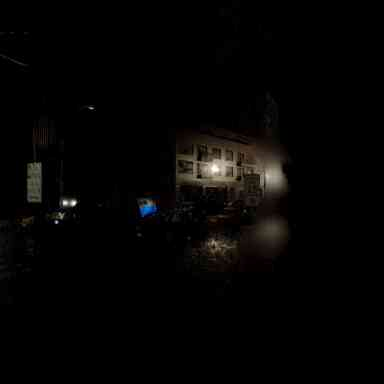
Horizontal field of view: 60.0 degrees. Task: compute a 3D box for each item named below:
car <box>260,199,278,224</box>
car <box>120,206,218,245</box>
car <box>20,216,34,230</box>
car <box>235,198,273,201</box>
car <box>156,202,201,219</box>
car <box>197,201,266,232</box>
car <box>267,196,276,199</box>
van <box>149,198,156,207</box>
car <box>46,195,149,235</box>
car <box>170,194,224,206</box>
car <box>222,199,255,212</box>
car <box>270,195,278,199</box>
[{"bbox_3d":[5.855,1.531,24.883,1.752,1.417,4.829,0,0,36],"label":"car"},{"bbox_3d":[-0.903,1.556,15.570,2.008,1.369,4.403,0,0,36],"label":"car"},{"bbox_3d":[-7.913,1.514,20.425,1.752,1.417,4.829,0,0,36],"label":"car"},{"bbox_3d":[6.751,1.590,36.238,1.895,1.301,4.718,0,0,36],"label":"car"},{"bbox_3d":[-1.153,1.572,29.741,1.802,1.307,4.206,0,0,36],"label":"car"},{"bbox_3d":[2.526,1.532,20.294,1.752,1.417,4.829,0,0,36],"label":"car"},{"bbox_3d":[8.836,1.544,43.506,1.947,1.339,4.313,0,0,36],"label":"car"},{"bbox_3d":[-4.483,1.332,25.151,1.690,1.788,3.998,0,0,36],"label":"van"},{"bbox_3d":[-5.407,1.216,19.507,2.150,2.045,5.566,0,0,36],"label":"car"},{"bbox_3d":[0.682,1.217,27.890,2.150,2.045,5.566,0,0,36],"label":"car"},{"bbox_3d":[5.507,1.549,38.917,1.947,1.339,4.313,0,0,36],"label":"car"},{"bbox_3d":[12.167,1.288,48.094,2.192,1.841,5.009,0,0,36],"label":"car"}]
